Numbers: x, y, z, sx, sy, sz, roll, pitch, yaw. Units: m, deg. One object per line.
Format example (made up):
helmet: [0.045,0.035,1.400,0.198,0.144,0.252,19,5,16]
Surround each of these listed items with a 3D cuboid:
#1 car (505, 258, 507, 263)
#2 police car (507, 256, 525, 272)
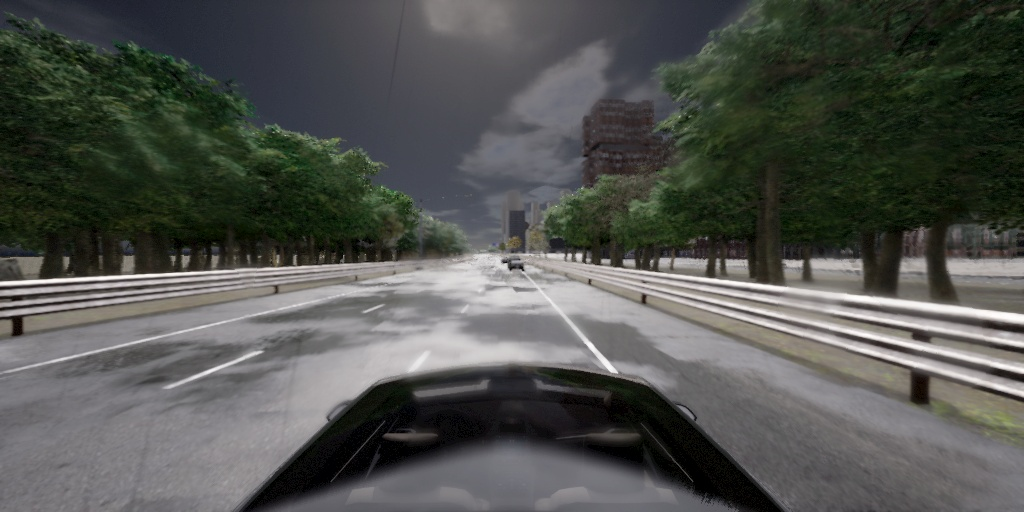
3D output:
car: [0.386,0.985,57.094,2.150,2.045,5.566,0,0,-1]
police car: [0.609,1.188,47.131,1.930,1.638,5.238,0,0,-1]
